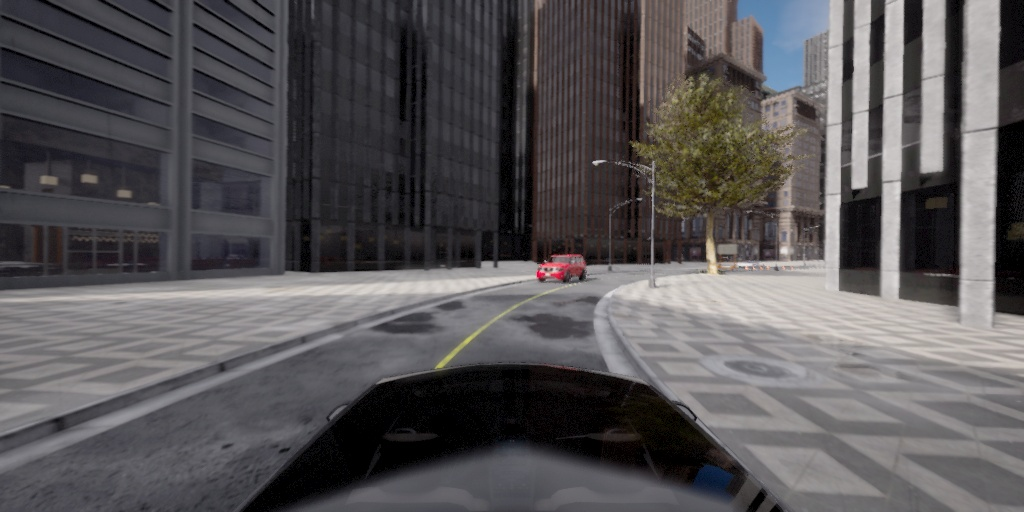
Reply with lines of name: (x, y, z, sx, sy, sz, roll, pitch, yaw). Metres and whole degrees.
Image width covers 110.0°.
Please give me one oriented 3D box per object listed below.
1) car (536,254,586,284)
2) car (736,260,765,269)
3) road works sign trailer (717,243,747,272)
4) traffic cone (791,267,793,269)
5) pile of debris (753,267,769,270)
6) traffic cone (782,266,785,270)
car: (3.810, 0.896, 26.741, 2.150, 2.045, 5.566, 1, 0, 30)
car: (35.563, 1.304, 53.550, 4.718, 1.301, 1.895, 0, 1, -30)
road works sign trailer: (27.142, 0.182, 45.016, 2.880, 3.560, 2.380, 0, 0, -31)
traffic cone: (39.189, 1.707, 50.197, 0.340, 0.580, 0.340, 0, 0, -31)
pile of debris: (33.156, 1.894, 48.601, 1.500, 0.140, 1.860, 0, 0, -31)
traffic cone: (38.677, 1.697, 51.055, 0.340, 0.580, 0.340, 0, 0, -31)
